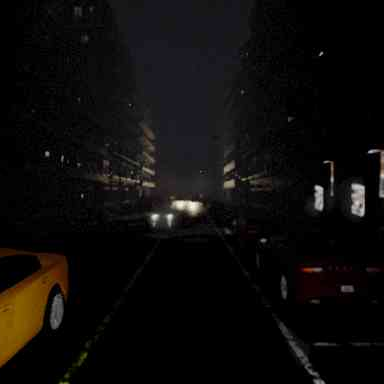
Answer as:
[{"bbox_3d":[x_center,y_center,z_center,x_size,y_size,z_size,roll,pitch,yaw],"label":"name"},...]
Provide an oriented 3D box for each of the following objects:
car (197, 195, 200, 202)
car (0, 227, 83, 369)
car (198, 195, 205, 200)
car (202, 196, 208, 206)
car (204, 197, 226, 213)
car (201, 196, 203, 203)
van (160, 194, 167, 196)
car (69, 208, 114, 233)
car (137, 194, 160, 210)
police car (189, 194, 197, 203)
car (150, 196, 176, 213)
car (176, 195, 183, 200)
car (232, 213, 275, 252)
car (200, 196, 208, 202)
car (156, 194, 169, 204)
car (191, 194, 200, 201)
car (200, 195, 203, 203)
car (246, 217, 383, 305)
[{"bbox_3d":[2.687,1.454,70.273,1.967,1.590,4.097,0,0,0],"label":"car"},{"bbox_3d":[-3.093,1.475,3.891,1.882,1.535,5.008,0,0,0],"label":"car"},{"bbox_3d":[2.685,1.608,92.926,1.887,1.381,4.507,0,0,0],"label":"car"},{"bbox_3d":[2.689,1.543,41.967,2.008,1.369,4.403,0,0,0],"label":"car"},{"bbox_3d":[2.689,1.544,36.305,2.008,1.369,4.403,0,0,0],"label":"car"},{"bbox_3d":[2.689,1.537,47.630,1.887,1.381,4.507,0,0,0],"label":"car"},{"bbox_3d":[-5.692,1.338,58.975,1.690,1.788,3.998,0,0,0],"label":"van"},{"bbox_3d":[-5.691,1.576,19.337,1.802,1.307,4.206,0,0,0],"label":"car"},{"bbox_3d":[-5.692,1.308,41.988,2.192,1.841,5.009,0,0,0],"label":"car"},{"bbox_3d":[0.799,1.444,71.991,1.930,1.638,5.238,0,0,-2],"label":"police car"},{"bbox_3d":[-3.096,1.471,36.342,1.882,1.535,5.008,0,0,0],"label":"car"},{"bbox_3d":[-3.002,1.406,78.630,1.812,1.442,4.674,0,0,0],"label":"car"},{"bbox_3d":[2.690,1.539,13.655,1.887,1.381,4.507,0,0,0],"label":"car"},{"bbox_3d":[2.687,1.552,76.106,1.752,1.417,4.829,0,0,0],"label":"car"},{"bbox_3d":[-5.694,1.320,64.635,2.192,1.841,5.009,0,0,0],"label":"car"},{"bbox_3d":[0.898,1.390,81.871,2.097,1.767,4.553,0,0,0],"label":"car"},{"bbox_3d":[2.688,1.434,53.290,1.967,1.590,4.097,0,0,0],"label":"car"},{"bbox_3d":[2.690,1.540,7.993,1.887,1.381,4.507,0,0,0],"label":"car"}]
